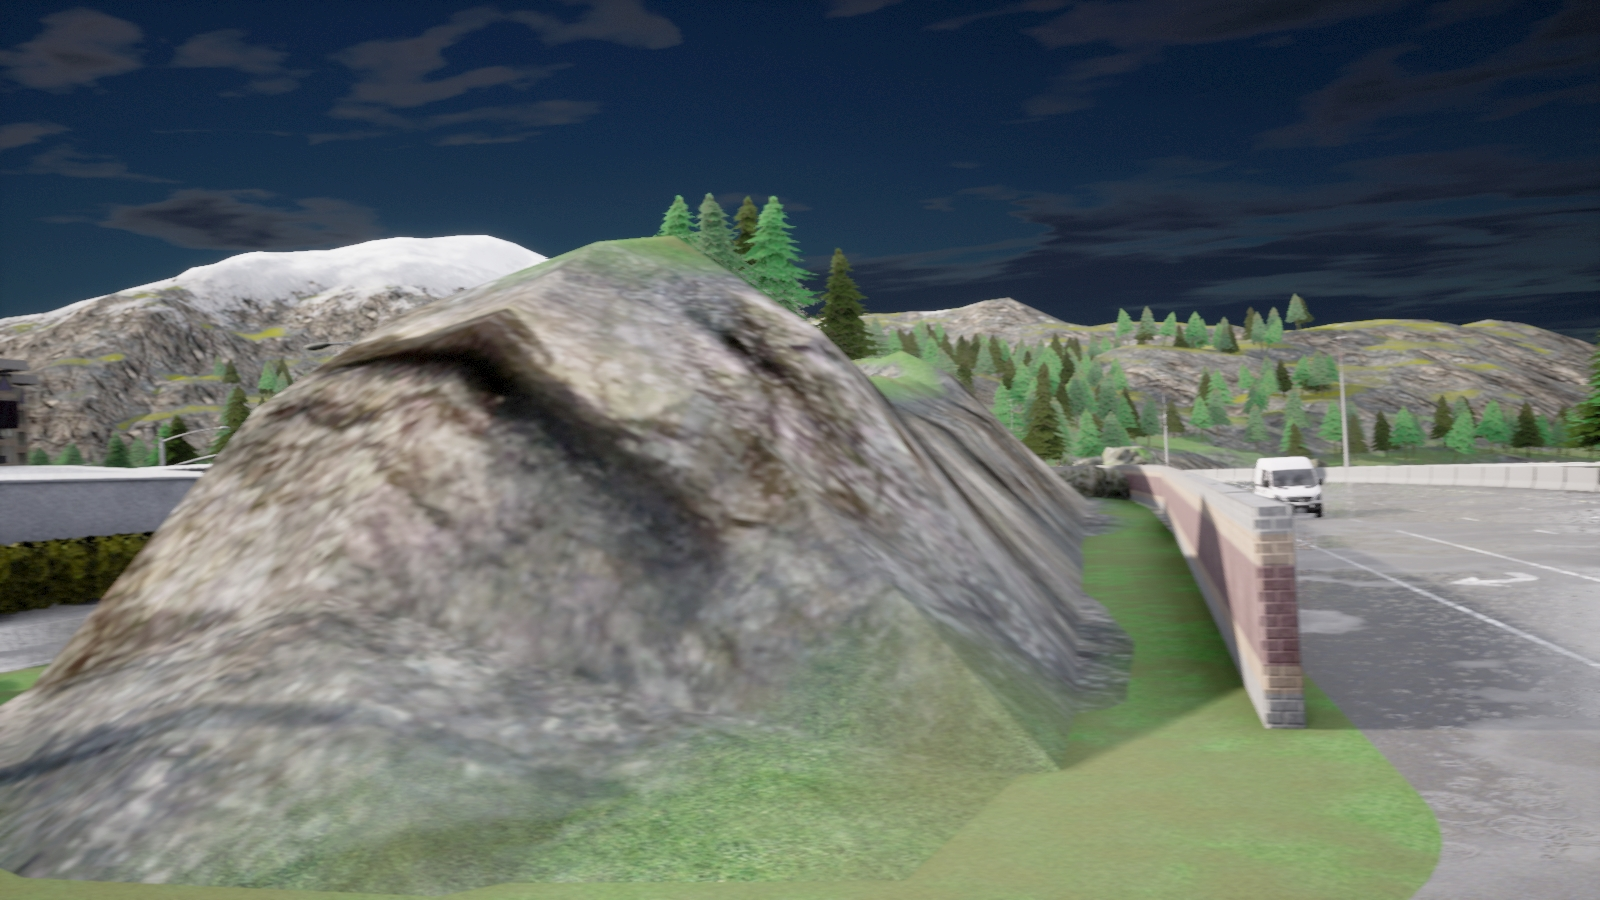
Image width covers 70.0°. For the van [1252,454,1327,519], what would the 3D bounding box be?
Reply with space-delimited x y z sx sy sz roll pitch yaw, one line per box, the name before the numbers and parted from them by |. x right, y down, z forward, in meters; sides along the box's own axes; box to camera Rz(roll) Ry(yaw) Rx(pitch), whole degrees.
van | 21.064 1.492 49.385 1.988 2.561 5.915 -3 -1 15
